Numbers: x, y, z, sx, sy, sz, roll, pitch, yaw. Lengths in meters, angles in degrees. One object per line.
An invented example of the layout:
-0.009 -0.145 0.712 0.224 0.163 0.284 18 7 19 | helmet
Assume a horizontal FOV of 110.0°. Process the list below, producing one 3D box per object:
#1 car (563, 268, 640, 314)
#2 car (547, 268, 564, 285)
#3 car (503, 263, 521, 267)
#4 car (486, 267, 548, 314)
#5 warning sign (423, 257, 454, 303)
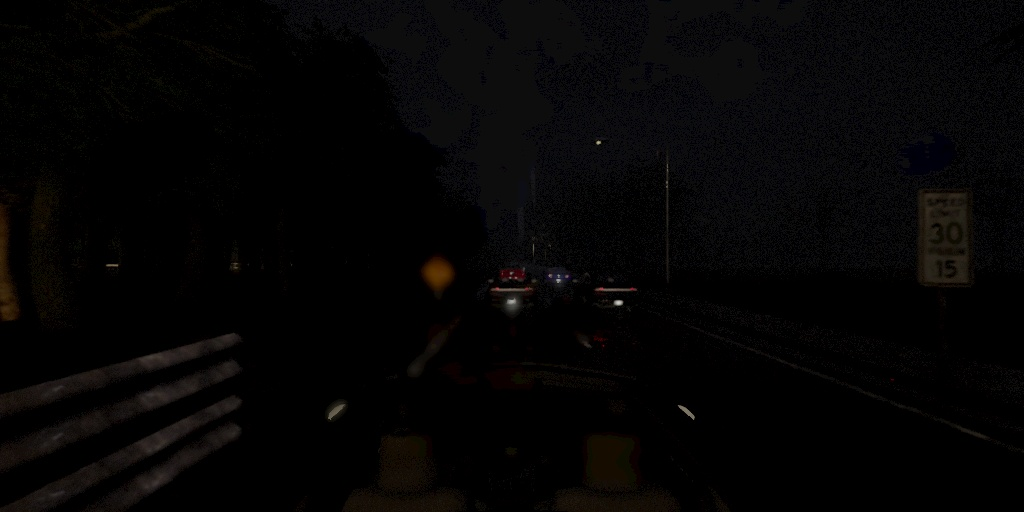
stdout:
3.538 1.349 14.243 2.128 1.511 4.902 0 0 1 | car
3.526 1.581 28.638 1.895 1.301 4.718 0 0 1 | car
0.031 1.335 29.160 2.097 1.767 4.553 0 -1 0 | car
0.040 1.349 14.248 2.128 1.511 4.902 0 0 0 | car
-3.058 0.978 14.915 1.300 1.860 1.060 0 0 0 | warning sign
